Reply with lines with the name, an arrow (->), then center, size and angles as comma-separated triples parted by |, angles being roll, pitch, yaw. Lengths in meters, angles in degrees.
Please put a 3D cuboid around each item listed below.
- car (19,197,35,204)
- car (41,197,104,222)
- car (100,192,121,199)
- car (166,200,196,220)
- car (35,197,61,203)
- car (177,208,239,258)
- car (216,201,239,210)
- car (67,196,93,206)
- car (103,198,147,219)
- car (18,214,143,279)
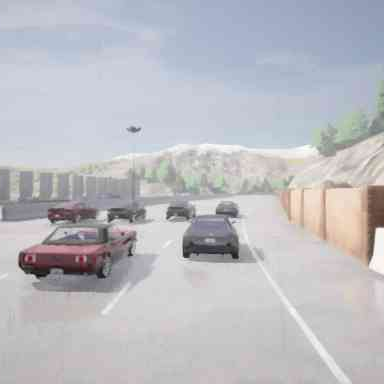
car -> -24.571, 1.399, 51.262 | 1.994, 1.385, 4.181 | 0, 0, 14
car -> -8.487, 1.409, 24.209 | 1.882, 1.535, 5.008 | 0, 0, 8
car -> -13.265, 1.087, 53.302 | 2.150, 2.045, 5.566 | 0, 0, 14
car -> -0.852, 1.452, 27.626 | 1.837, 1.490, 4.892 | 0, 0, 10
car -> -21.100, 1.447, 50.778 | 1.895, 1.301, 4.718 | 0, 0, 14
car -> 0.755, 1.543, 12.766 | 1.994, 1.385, 4.181 | 0, 0, 5
car -> 3.304, 1.517, 30.787 | 1.994, 1.385, 4.181 | 0, 0, 11
car -> -17.299, 1.420, 51.540 | 1.994, 1.385, 4.181 | 0, 0, 14
car -> -4.813, 1.445, 25.095 | 1.837, 1.490, 4.892 | 0, 0, 9
car -> -2.993, 1.574, 9.936 | 1.895, 1.301, 4.718 | 0, 0, 4
